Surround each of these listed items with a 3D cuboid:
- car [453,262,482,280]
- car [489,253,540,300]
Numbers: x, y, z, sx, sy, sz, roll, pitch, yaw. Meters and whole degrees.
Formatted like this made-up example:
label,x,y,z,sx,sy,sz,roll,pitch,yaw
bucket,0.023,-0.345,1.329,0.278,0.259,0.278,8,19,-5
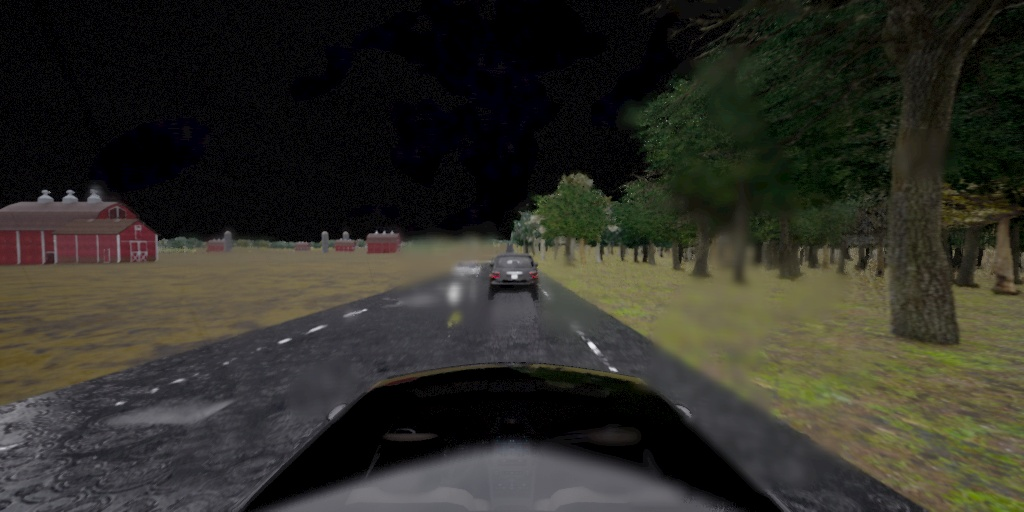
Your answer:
label,x,y,z,sx,sy,sz,roll,pitch,yaw
car,-3.553,1.169,29.053,1.895,1.301,4.718,0,0,0
car,0.102,0.886,17.054,2.150,2.045,5.566,0,1,0
